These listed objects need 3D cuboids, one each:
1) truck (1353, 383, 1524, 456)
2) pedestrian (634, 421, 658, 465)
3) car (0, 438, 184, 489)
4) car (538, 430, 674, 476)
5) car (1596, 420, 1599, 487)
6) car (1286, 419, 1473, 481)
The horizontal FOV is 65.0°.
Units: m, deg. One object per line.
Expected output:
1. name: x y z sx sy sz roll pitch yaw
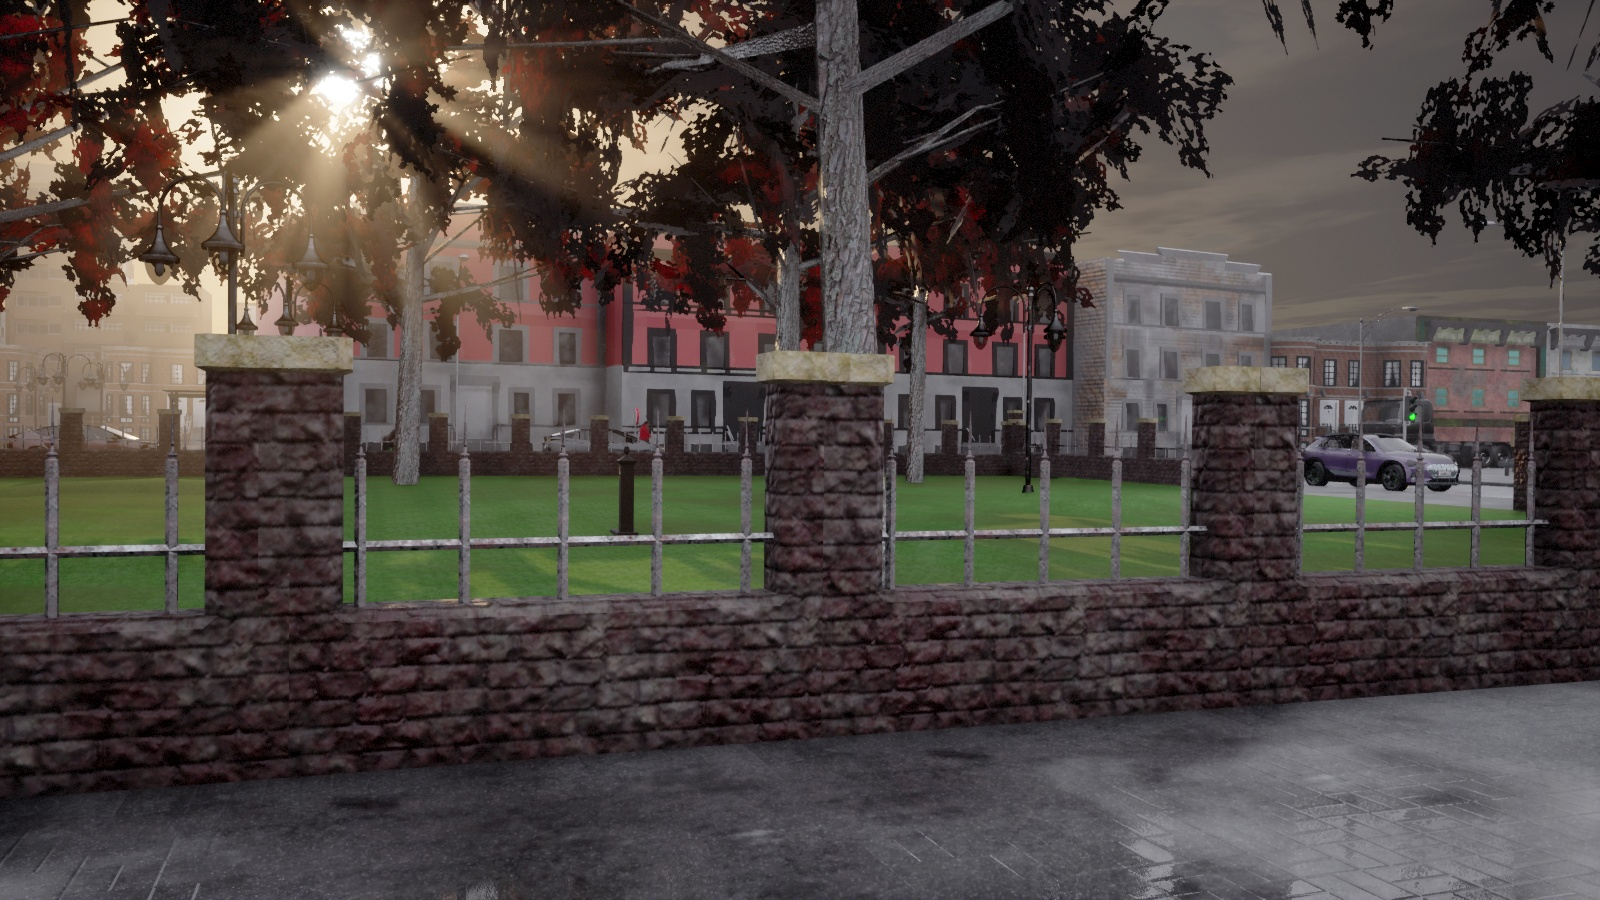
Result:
1. truck: 31.763 -1.543 62.450 7.936 3.462 2.891 -1 1 -19
2. pedestrian: -6.553 -0.291 53.439 0.899 1.844 0.634 -1 1 -15
3. car: -22.266 0.393 39.680 4.792 1.488 2.163 -1 1 -19
4. car: -6.960 0.089 44.948 4.514 1.525 2.007 -1 1 -18
5. car: 19.865 0.094 26.833 2.007 1.525 4.514 -1 1 -21
6. car: 16.602 -0.041 36.265 2.033 1.649 4.856 -1 1 -21
